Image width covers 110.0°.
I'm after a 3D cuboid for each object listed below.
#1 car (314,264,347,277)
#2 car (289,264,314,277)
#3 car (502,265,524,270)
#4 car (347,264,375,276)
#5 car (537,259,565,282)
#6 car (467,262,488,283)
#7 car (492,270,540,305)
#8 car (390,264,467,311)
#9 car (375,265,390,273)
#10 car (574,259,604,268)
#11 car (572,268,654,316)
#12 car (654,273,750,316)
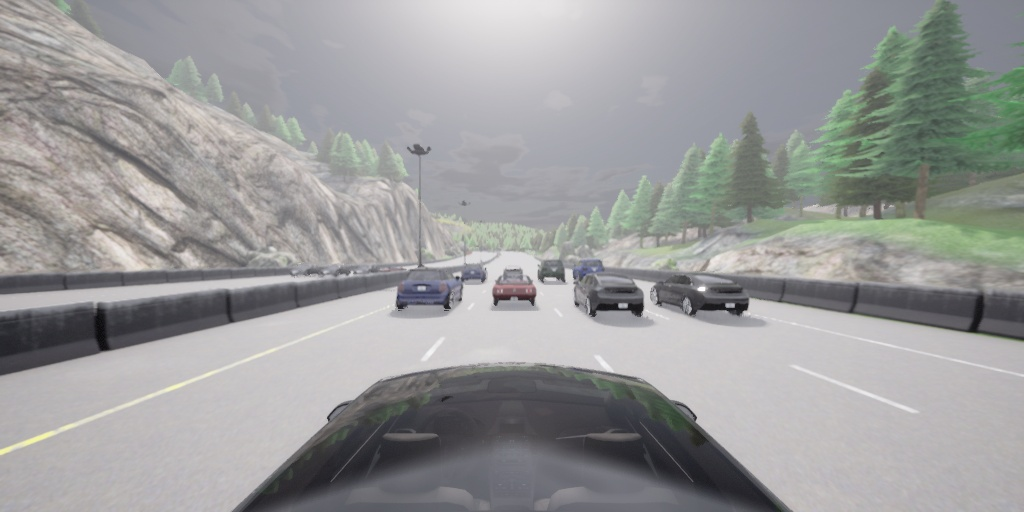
[{"bbox_3d":[-21.080,1.725,43.054,2.128,1.511,4.902,0,-1,0],"label":"car"},{"bbox_3d":[-24.579,1.724,42.986,2.128,1.511,4.902,0,-1,0],"label":"car"},{"bbox_3d":[0.105,1.620,34.230,2.128,1.511,4.902,0,-1,0],"label":"car"},{"bbox_3d":[-17.579,1.731,43.592,2.128,1.511,4.902,0,-1,0],"label":"car"},{"bbox_3d":[3.605,1.341,33.498,2.150,2.045,5.566,0,-1,0],"label":"car"},{"bbox_3d":[-3.395,1.468,33.045,2.097,1.767,4.553,0,-1,0],"label":"car"},{"bbox_3d":[0.103,1.532,17.244,1.895,1.301,4.718,0,-1,0],"label":"car"},{"bbox_3d":[-3.398,1.265,15.618,2.097,1.767,4.553,0,-1,0],"label":"car"},{"bbox_3d":[-14.085,1.826,42.366,1.895,1.301,4.718,0,-1,0],"label":"car"},{"bbox_3d":[7.105,1.342,33.560,2.150,2.045,5.566,0,-1,0],"label":"car"},{"bbox_3d":[3.601,1.398,14.044,1.837,1.490,4.892,0,-1,0],"label":"car"},{"bbox_3d":[7.101,1.398,14.082,1.837,1.490,4.892,0,-1,0],"label":"car"}]
